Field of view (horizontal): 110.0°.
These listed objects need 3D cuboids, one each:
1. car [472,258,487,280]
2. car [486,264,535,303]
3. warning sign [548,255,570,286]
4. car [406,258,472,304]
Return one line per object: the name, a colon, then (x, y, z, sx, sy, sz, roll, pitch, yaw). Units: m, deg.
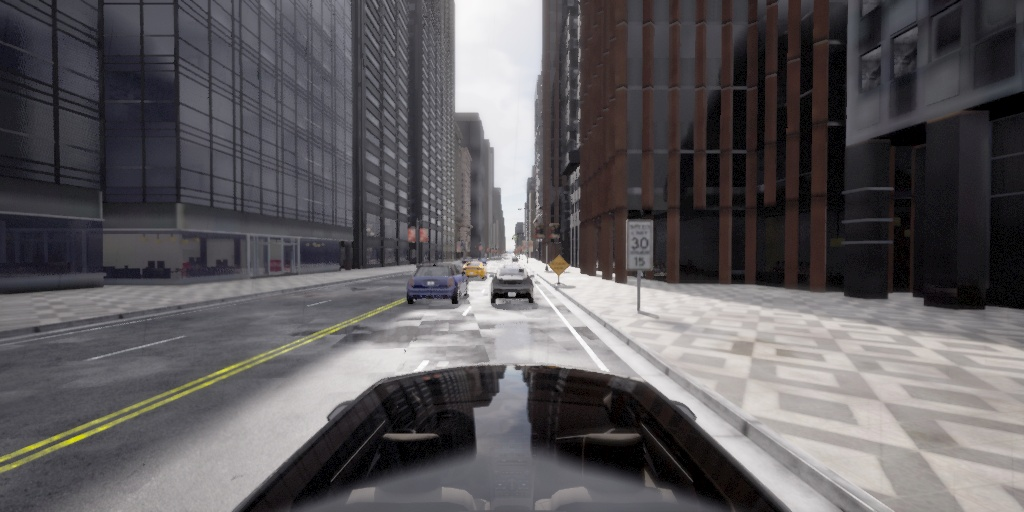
car: (-3.250, 1.227, 31.503, 1.882, 1.535, 5.008, 0, 0, 0)
car: (0.000, 1.263, 16.501, 1.837, 1.490, 4.892, 0, 0, 0)
warning sign: (2.850, 0.859, 21.920, 1.300, 1.860, 1.060, 0, 0, 0)
car: (-3.250, 1.112, 16.471, 2.097, 1.767, 4.553, 0, 0, 0)
